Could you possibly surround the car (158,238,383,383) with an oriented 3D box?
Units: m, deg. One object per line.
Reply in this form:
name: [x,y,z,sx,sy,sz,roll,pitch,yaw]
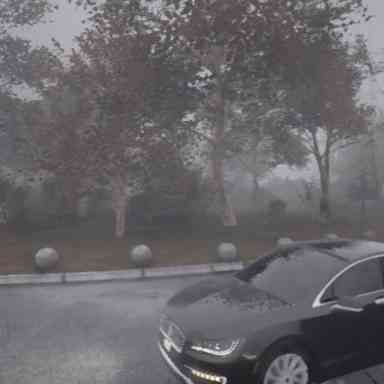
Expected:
car: [1.938,1.488,4.745,4.892,1.490,1.837,0,0,-24]
